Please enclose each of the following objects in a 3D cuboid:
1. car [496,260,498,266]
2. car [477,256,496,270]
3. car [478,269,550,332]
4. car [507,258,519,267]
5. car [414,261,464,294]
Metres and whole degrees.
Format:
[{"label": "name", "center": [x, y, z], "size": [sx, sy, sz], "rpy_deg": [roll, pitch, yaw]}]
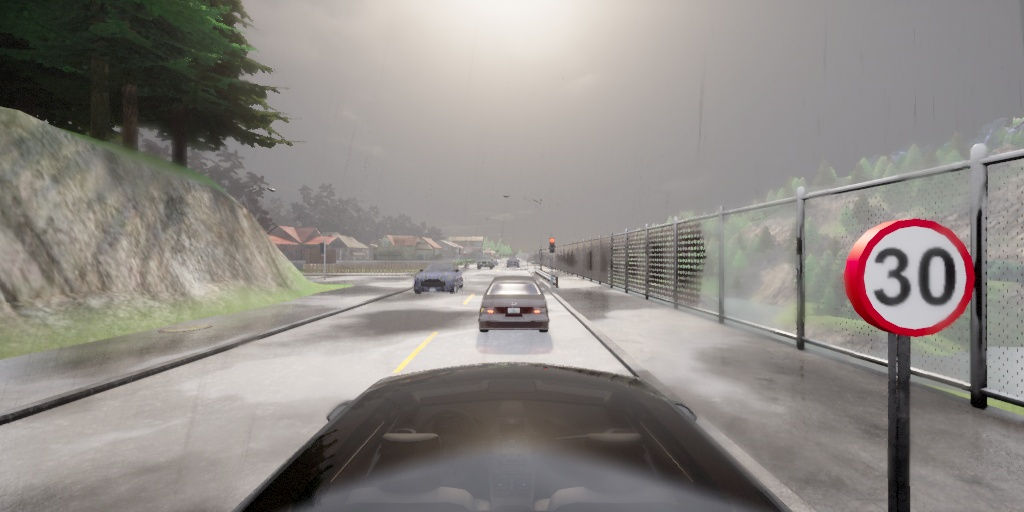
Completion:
[{"label": "car", "center": [-3.986, 1.297, 64.898], "size": [2.033, 1.411, 5.357], "rpy_deg": [0, 0, 0]}, {"label": "car", "center": [-4.035, 0.971, 54.656], "size": [2.150, 2.045, 5.566], "rpy_deg": [0, 0, 0]}, {"label": "car", "center": [0.058, 1.297, 10.757], "size": [2.033, 1.411, 5.357], "rpy_deg": [0, 0, 0]}, {"label": "car", "center": [0.169, 1.101, 64.640], "size": [2.097, 1.767, 4.553], "rpy_deg": [0, 0, 0]}, {"label": "car", "center": [-3.980, 1.102, 20.162], "size": [2.097, 1.767, 4.553], "rpy_deg": [0, 0, -1]}]
